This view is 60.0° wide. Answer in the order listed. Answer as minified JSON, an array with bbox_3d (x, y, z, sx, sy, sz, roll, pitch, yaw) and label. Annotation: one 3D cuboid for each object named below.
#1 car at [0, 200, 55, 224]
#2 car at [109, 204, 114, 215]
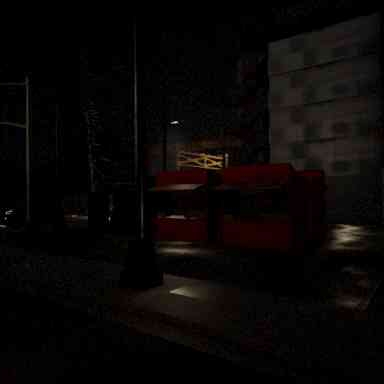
[{"bbox_3d":[-12.861,1.490,26.262,2.097,1.767,4.553,-1,-1,36],"label":"car"},{"bbox_3d":[-7.147,1.663,34.109,1.812,1.442,4.674,-1,-1,36],"label":"car"}]
